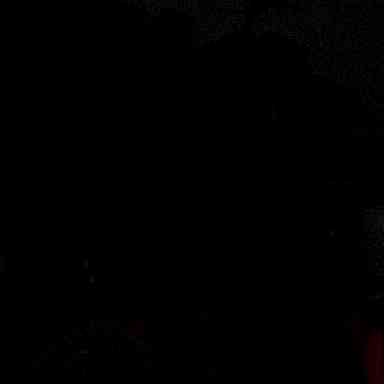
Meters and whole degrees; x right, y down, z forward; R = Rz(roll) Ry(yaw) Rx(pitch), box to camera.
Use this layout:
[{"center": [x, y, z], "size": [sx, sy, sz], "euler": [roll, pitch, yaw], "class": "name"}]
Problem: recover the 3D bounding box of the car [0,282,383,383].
[{"center": [-0.212, 1.548, 2.650], "size": [4.507, 1.381, 1.887], "euler": [0, 0, -36], "class": "car"}]
